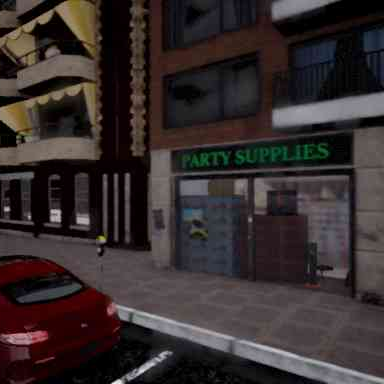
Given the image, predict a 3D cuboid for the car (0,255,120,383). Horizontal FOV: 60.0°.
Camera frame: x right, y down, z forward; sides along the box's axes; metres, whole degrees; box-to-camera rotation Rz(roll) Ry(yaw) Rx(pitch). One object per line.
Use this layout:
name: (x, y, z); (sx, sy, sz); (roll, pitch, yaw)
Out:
car: (-2.859, 1.617, 4.913); (4.206, 1.307, 1.802); (0, 0, 35)
